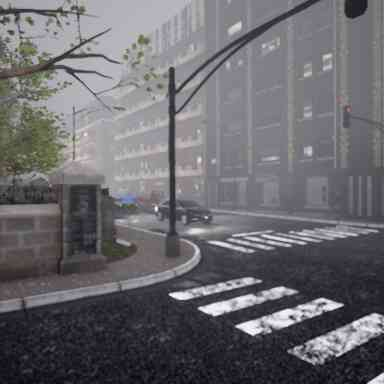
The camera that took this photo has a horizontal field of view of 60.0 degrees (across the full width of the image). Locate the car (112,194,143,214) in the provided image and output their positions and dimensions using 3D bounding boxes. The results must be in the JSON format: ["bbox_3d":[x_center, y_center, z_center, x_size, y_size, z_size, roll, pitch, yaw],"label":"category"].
[{"bbox_3d":[-6.551,1.128,29.494,1.895,1.301,4.718,0,1,-36],"label":"car"}]

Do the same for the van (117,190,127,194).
[{"bbox_3d":[-8.112,0.643,41.447,1.690,1.788,3.998,1,1,-36],"label":"van"}]

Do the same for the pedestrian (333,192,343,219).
[{"bbox_3d":[9.684,0.888,22.101,0.375,1.860,0.375,1,0,-36],"label":"pedestrian"}]

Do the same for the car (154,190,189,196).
[{"bbox_3d":[-1.588,0.938,32.537,1.967,1.590,4.097,1,1,-36],"label":"car"}]

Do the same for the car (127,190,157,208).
[{"bbox_3d":[-4.849,0.715,36.991,2.192,1.841,5.009,1,1,-36],"label":"car"}]

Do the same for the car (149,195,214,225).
[{"bbox_3d":[-0.593,1.210,21.356,1.837,1.490,4.892,0,1,-36],"label":"car"}]
